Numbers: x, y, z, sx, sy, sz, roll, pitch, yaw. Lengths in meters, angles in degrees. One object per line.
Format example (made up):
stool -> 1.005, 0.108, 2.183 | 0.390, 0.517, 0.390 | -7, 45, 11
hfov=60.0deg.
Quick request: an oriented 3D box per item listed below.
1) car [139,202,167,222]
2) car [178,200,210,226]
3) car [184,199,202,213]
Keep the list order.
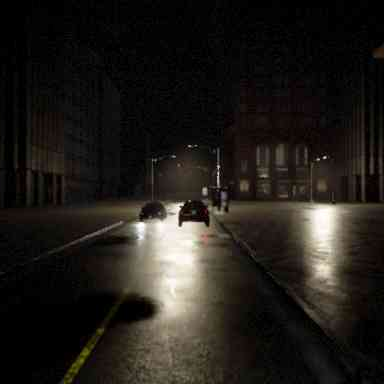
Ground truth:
car -> -3.065, 1.558, 26.801 | 1.812, 1.442, 4.674 | 0, 0, 0
car -> 0.125, 1.382, 23.888 | 2.097, 1.767, 4.553 | 0, 0, 0
car -> 0.145, 1.596, 39.070 | 1.994, 1.385, 4.181 | 0, 0, 0
